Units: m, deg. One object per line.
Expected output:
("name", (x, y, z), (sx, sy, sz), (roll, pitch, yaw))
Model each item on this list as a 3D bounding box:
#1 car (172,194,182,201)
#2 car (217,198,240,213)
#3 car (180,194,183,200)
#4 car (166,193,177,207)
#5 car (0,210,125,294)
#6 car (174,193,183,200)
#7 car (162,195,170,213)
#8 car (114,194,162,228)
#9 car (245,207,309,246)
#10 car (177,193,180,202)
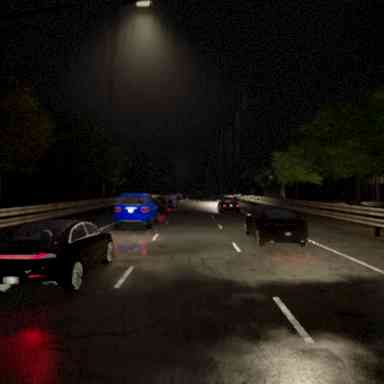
("car", (-3.513, 1.211, 77.086), (2.128, 1.511, 4.902), (0, -1, 0))
("car", (3.594, 1.325, 33.132), (2.033, 1.411, 5.357), (0, 0, 0))
("car", (-3.512, 1.147, 66.111), (2.163, 1.488, 4.792), (0, 0, 0))
("car", (-3.508, 1.179, 44.068), (2.128, 1.511, 4.902), (0, 0, 0))
("car", (-3.401, 1.448, 8.680), (2.128, 1.511, 4.902), (0, 0, 0))
("car", (-3.516, 1.188, 88.059), (2.097, 1.767, 4.553), (0, -1, 0))
("car", (-3.506, 1.304, 33.065), (1.812, 1.442, 4.674), (0, 0, 0))
("car", (-3.403, 1.101, 21.099), (2.150, 2.045, 5.566), (0, 1, 0))
("car", (3.598, 1.399, 14.913), (1.882, 1.535, 5.008), (0, 0, 0))
("car", (-3.510, 0.985, 55.045), (2.097, 1.767, 4.553), (0, 0, 0))
